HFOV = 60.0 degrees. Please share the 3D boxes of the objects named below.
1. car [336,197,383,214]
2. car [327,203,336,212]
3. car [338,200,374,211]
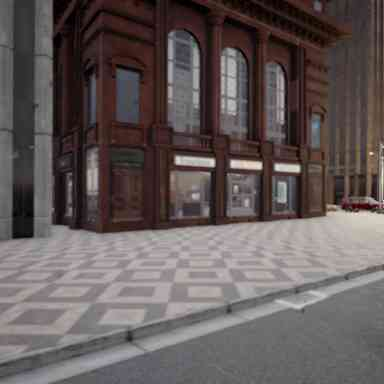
[{"bbox_3d":[19.516,1.509,37.628,2.192,1.841,5.009,-1,0,-35],"label":"car"},{"bbox_3d":[16.365,1.785,42.077,1.752,1.417,4.829,-1,0,-35],"label":"car"},{"bbox_3d":[23.218,1.881,47.152,1.802,1.307,4.206,-1,0,-35],"label":"car"}]
